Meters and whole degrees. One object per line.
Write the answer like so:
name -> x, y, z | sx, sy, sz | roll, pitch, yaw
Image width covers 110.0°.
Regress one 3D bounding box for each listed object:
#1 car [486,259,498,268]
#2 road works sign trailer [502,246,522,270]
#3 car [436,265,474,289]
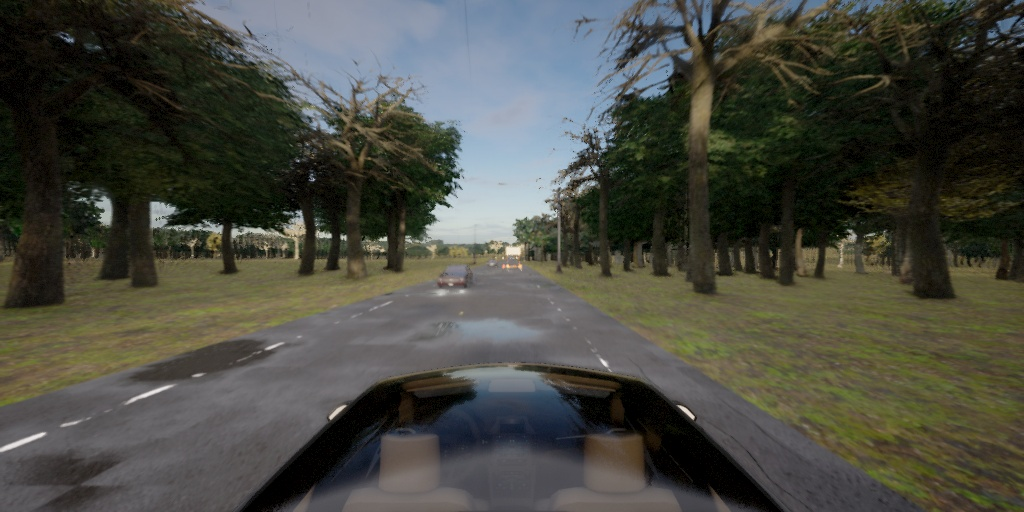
car -> -3.526, 1.313, 64.729 | 2.128, 1.511, 4.902 | 0, 0, 0
road works sign trailer -> 0.182, 0.267, 53.893 | 2.380, 3.560, 2.880 | 0, 0, -8
car -> -3.595, 1.305, 23.772 | 2.033, 1.411, 5.357 | 0, 0, 0
